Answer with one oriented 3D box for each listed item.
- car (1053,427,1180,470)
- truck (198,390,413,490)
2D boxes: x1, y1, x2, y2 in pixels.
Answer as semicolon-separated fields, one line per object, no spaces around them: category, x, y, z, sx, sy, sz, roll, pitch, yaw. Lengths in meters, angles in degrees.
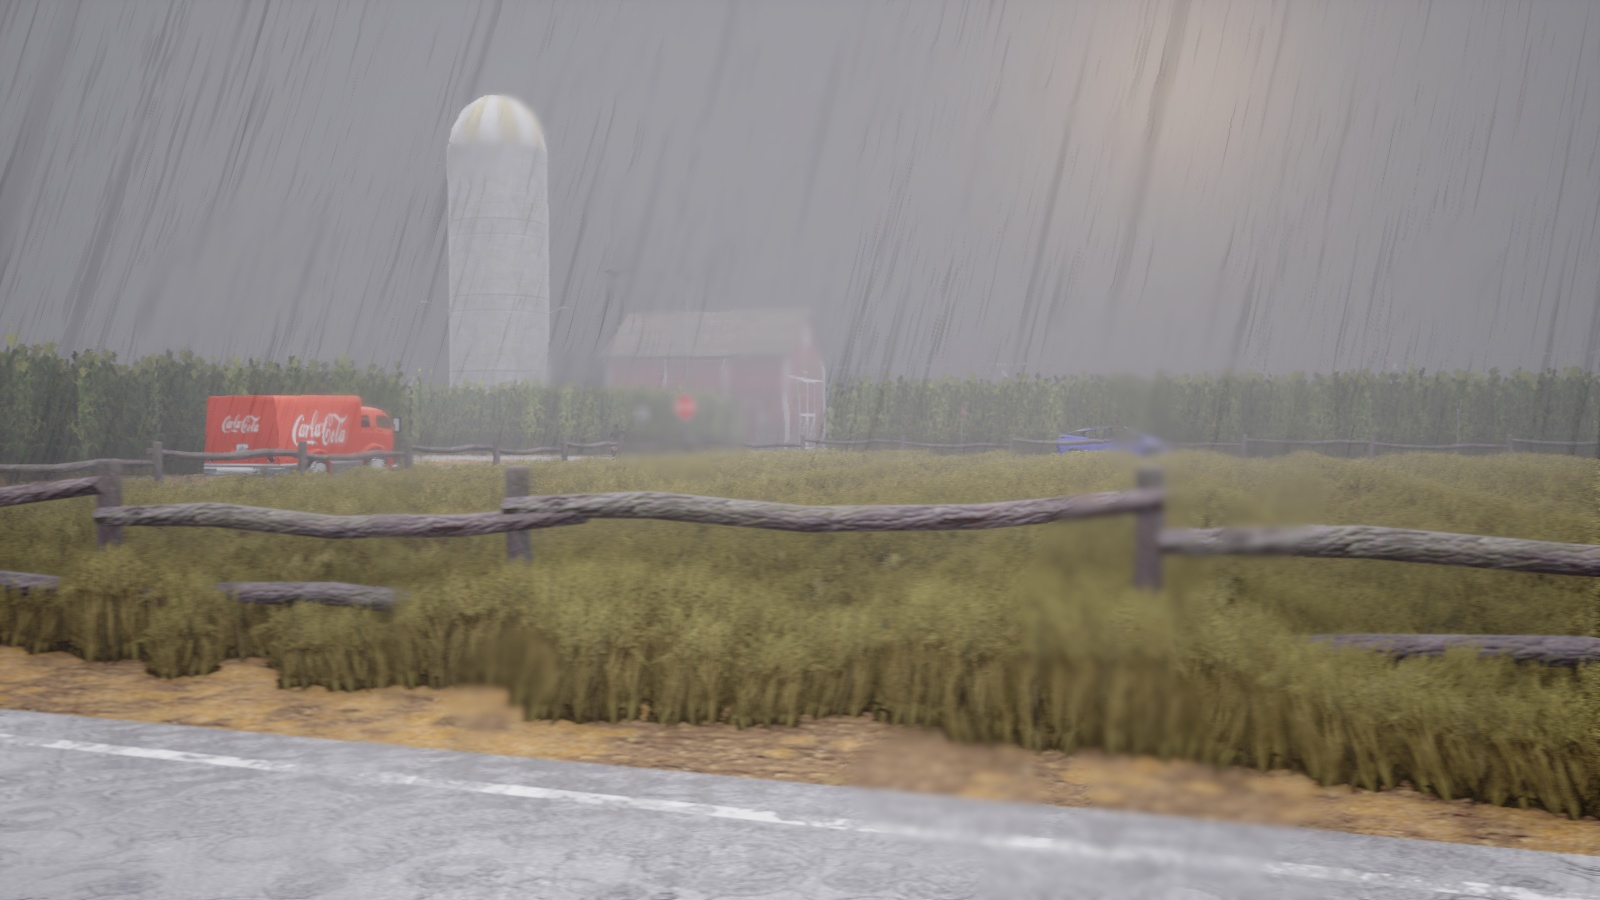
car;12.042;-0.069;47.701;4.514;1.525;2.007;1;1;19
truck;-13.089;-0.303;33.698;2.627;2.467;5.204;1;1;19
